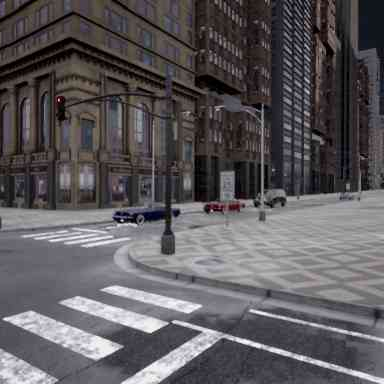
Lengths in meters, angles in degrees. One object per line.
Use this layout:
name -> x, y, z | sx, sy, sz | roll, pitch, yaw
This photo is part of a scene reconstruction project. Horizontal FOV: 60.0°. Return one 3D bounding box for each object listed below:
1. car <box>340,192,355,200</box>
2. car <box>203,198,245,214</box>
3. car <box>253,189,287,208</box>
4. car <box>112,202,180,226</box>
car -> 27.116, 0.680, 58.122 | 2.033, 1.411, 5.357 | 0, 1, 33
car -> 2.924, 1.212, 29.691 | 1.895, 1.301, 4.718 | 0, 1, 35
car -> 9.063, 0.692, 38.298 | 2.150, 2.045, 5.566 | 0, 1, 36
car -> -2.877, 1.346, 21.557 | 1.895, 1.301, 4.718 | 0, 1, 36
